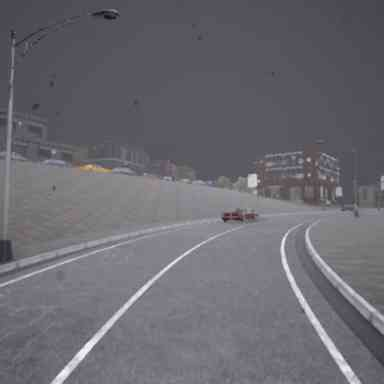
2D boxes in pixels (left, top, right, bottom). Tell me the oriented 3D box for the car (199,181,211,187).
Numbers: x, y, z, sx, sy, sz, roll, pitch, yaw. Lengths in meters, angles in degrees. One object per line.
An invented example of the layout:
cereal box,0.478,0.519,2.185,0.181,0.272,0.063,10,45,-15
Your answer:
car,1.410,-1.495,68.471,2.185,1.767,4.553,-1,-4,29

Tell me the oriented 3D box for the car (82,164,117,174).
car,-13.011,-2.877,44.724,2.097,1.535,5.008,-2,-4,35

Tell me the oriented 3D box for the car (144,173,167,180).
car,-6.880,-2.256,54.137,2.163,1.488,4.792,-2,-4,32

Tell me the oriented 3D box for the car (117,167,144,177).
car,-9.945,-2.713,49.317,2.185,1.767,4.553,-2,-4,34

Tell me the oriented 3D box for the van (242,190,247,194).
van,13.306,0.395,93.594,1.878,1.987,4.442,-1,-5,23

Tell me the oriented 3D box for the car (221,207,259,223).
car,4.150,1.915,28.388,1.895,1.301,4.718,-1,-2,29

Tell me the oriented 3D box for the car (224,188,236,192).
car,8.807,-0.214,83.337,2.002,1.452,4.674,-1,-5,25

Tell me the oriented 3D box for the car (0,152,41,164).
car,-19.463,-3.441,35.713,2.231,1.521,4.892,-2,-4,37

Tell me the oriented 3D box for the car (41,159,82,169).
car,-16.189,-3.123,40.182,2.002,1.452,4.674,-2,-4,36

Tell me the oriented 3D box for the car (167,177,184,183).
car,-4.015,-1.951,58.846,2.002,1.452,4.674,-2,-4,31

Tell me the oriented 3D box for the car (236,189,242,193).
car,11.067,0.205,88.380,2.002,1.452,4.674,-1,-5,24

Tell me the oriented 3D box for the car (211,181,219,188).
car,4.019,-1.270,73.434,2.435,2.045,5.566,-1,-4,28

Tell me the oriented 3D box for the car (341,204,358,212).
car,29.029,2.952,61.162,2.033,1.411,5.357,-2,-3,39

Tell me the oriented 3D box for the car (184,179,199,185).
car,-1.301,-1.696,63.532,2.231,1.521,4.892,-2,-4,30
